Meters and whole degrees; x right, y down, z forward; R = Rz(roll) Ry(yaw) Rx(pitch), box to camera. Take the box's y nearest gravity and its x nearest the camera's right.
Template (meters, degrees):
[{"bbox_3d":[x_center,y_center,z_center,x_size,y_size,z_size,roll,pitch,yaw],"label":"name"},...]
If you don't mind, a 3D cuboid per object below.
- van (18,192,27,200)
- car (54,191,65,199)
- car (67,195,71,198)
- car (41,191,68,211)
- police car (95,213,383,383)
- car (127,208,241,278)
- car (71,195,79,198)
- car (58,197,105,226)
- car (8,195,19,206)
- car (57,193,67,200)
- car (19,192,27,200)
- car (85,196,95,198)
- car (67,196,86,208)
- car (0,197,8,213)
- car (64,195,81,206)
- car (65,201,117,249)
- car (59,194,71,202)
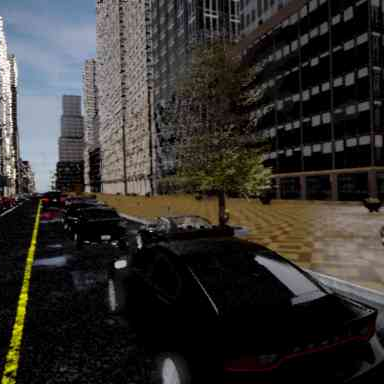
[{"bbox_3d":[-43.173,0.946,84.864,1.690,1.788,3.998,-2,1,-24],"label":"van"},{"bbox_3d":[-33.191,0.681,83.087,2.192,1.841,5.009,-2,1,-24],"label":"car"},{"bbox_3d":[-12.186,1.190,36.396,1.887,1.381,4.507,-2,1,-24],"label":"car"},{"bbox_3d":[-15.078,0.947,36.272,2.150,2.045,5.566,-2,1,-24],"label":"car"},{"bbox_3d":[0.023,1.322,4.863,1.930,1.638,5.238,-2,1,-24],"label":"police car"},{"bbox_3d":[-0.519,1.359,10.455,2.008,1.369,4.403,-2,1,-24],"label":"car"},{"bbox_3d":[-9.855,1.118,31.205,1.967,1.590,4.097,-2,1,-24],"label":"car"},{"bbox_3d":[-6.494,1.310,19.357,1.837,1.490,4.892,-2,1,-24],"label":"car"},{"bbox_3d":[-26.835,1.363,48.547,1.887,1.381,4.507,-2,1,-24],"label":"car"},{"bbox_3d":[-28.589,0.951,72.869,1.752,1.417,4.829,-2,1,-24],"label":"car"},{"bbox_3d":[-40.835,1.185,79.678,2.008,1.369,4.403,-2,1,-24],"label":"car"},{"bbox_3d":[-7.519,1.261,26.019,2.008,1.369,4.403,-2,1,-24],"label":"car"},{"bbox_3d":[-14.518,1.195,41.585,1.802,1.307,4.206,-2,1,-24],"label":"car"},{"bbox_3d":[-19.835,1.458,32.982,1.887,1.381,4.507,-1,1,-24],"label":"car"},{"bbox_3d":[-16.852,1.132,46.773,2.008,1.369,4.403,-2,1,-24],"label":"car"},{"bbox_3d":[-4.033,1.345,13.885,1.837,1.490,4.892,-2,1,-24],"label":"car"},{"bbox_3d":[-23.851,1.054,62.337,1.947,1.339,4.313,-2,1,-24],"label":"car"}]
